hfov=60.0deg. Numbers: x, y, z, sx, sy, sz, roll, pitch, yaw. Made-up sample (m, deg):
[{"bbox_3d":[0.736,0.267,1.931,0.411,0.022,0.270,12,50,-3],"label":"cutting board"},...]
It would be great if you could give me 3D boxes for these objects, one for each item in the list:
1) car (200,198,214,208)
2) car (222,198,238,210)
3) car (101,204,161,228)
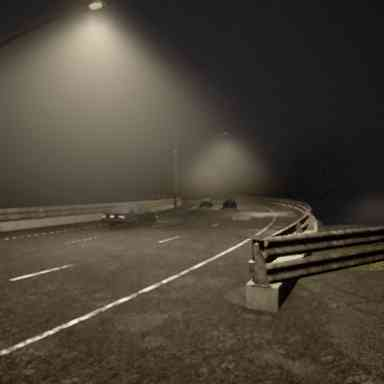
[{"bbox_3d":[2.322,1.623,50.693,1.994,1.385,4.181,0,0,6],"label":"car"},{"bbox_3d":[5.126,1.543,44.512,1.882,1.535,5.008,0,0,9],"label":"car"},{"bbox_3d":[-3.981,1.550,22.611,2.033,1.411,5.357,0,0,20],"label":"car"}]
